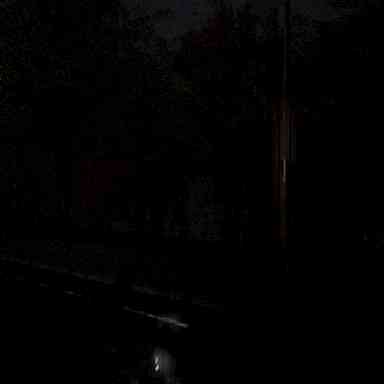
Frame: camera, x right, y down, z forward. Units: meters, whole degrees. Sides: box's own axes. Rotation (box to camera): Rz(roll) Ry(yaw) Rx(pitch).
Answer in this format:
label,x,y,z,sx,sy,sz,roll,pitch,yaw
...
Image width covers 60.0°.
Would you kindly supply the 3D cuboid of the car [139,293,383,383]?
label,x,y,z,sx,sy,sz,roll,pitch,yaw
car,1.556,1.565,2.574,4.181,1.385,1.994,0,0,36
